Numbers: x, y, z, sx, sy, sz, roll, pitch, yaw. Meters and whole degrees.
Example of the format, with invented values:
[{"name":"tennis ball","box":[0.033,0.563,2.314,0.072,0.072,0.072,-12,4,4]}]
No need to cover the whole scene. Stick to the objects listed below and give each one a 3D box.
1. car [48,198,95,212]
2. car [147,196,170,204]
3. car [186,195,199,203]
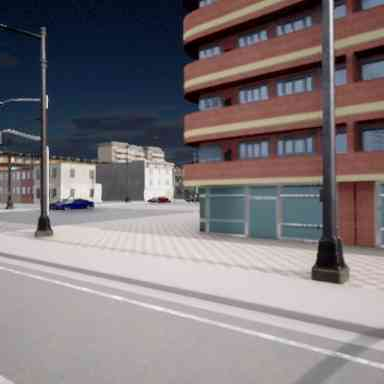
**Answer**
[{"name":"car","box":[-14.024,1.524,39.653,1.882,1.535,5.008,-1,1,37]},{"name":"car","box":[-5.687,1.312,56.678,1.994,1.385,4.181,-1,1,37]},{"name":"car","box":[0.693,1.177,59.334,1.994,1.385,4.181,-1,1,37]}]
